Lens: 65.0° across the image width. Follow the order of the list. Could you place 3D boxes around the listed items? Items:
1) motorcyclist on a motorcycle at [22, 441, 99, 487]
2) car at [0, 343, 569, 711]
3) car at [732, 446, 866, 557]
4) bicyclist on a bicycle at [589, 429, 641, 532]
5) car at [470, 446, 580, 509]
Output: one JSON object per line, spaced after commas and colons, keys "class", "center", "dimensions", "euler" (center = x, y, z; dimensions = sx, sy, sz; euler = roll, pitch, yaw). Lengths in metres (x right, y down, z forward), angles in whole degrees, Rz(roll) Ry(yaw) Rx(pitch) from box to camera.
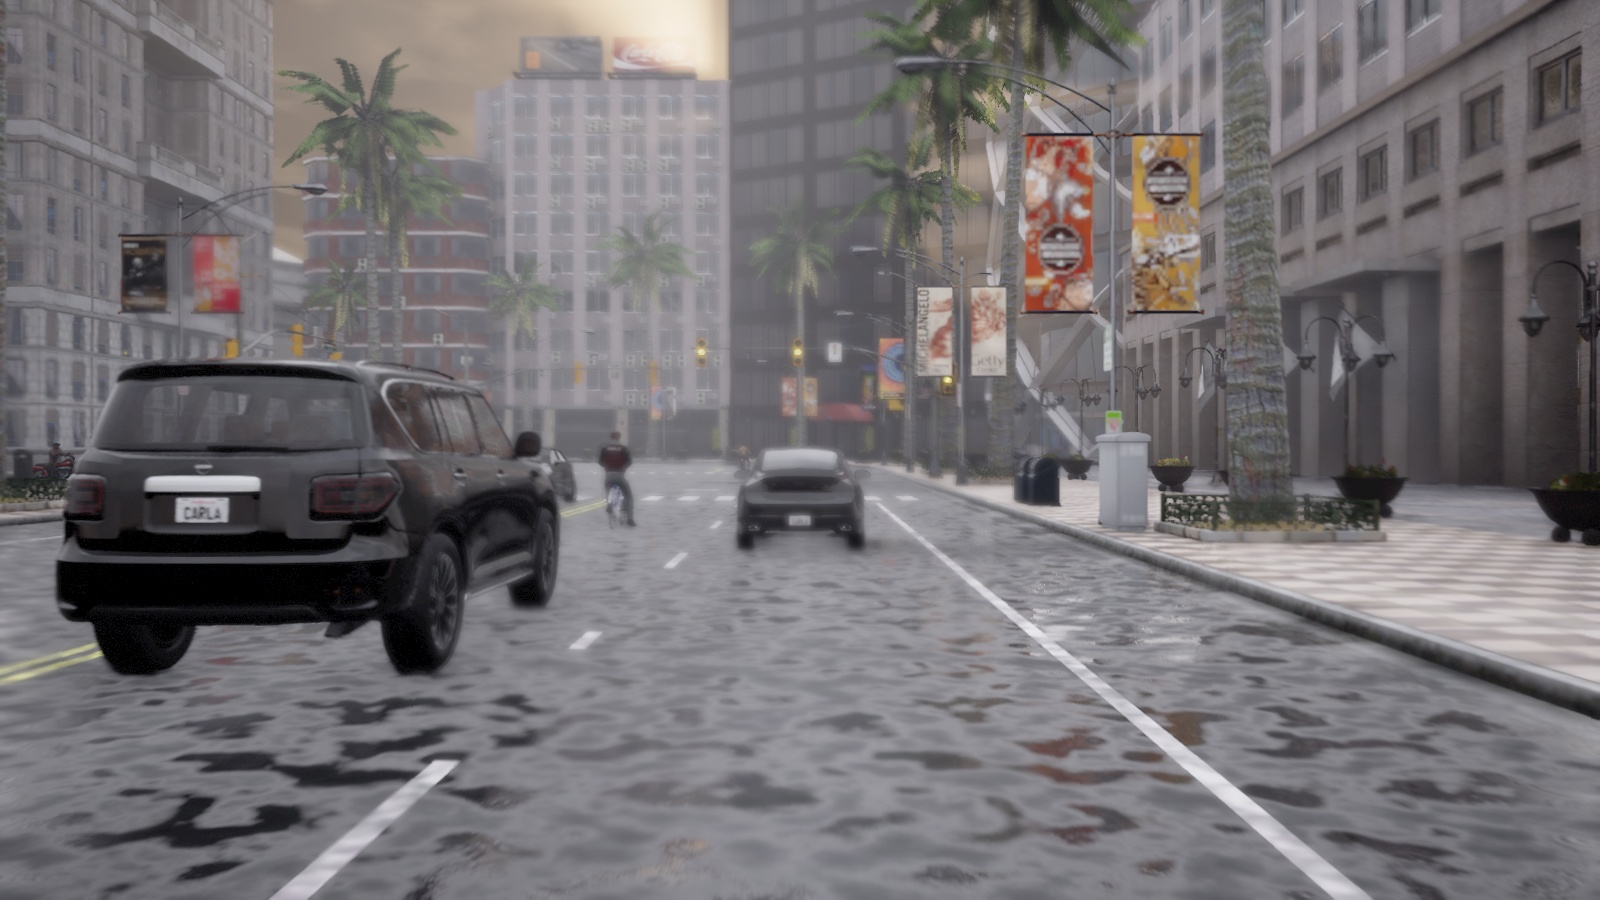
{"class": "motorcyclist on a motorcycle", "center": [-26.767, 0.494, 45.484], "dimensions": [2.350, 1.649, 0.766], "euler": [0, 0, 0]}
{"class": "car", "center": [-3.397, 0.407, 9.767], "dimensions": [2.150, 2.045, 5.566], "euler": [0, 0, 0]}
{"class": "car", "center": [0.022, 0.694, 19.671], "dimensions": [1.837, 1.490, 4.892], "euler": [0, 1, 1]}
{"class": "bicyclist on a bicycle", "center": [-3.309, 0.525, 22.644], "dimensions": [0.659, 1.776, 1.843], "euler": [0, 0, 0]}
{"class": "car", "center": [-6.782, 0.635, 31.434], "dimensions": [1.816, 1.474, 4.193], "euler": [0, 0, 0]}
